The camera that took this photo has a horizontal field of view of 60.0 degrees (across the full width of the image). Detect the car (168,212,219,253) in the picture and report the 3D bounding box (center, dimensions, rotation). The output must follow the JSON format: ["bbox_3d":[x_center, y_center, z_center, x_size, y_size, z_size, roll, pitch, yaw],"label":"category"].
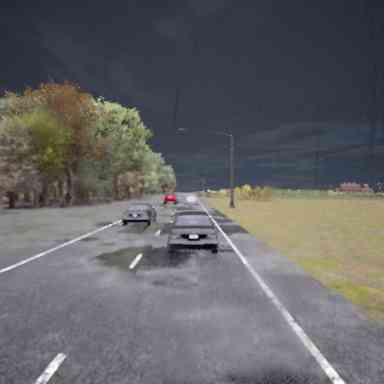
[{"bbox_3d":[0.041,1.520,13.527,2.033,1.411,5.357,0,0,0],"label":"car"}]

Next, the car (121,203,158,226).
[{"bbox_3d":[-3.499,1.485,22.835,2.033,1.411,5.357,0,0,0],"label":"car"}]

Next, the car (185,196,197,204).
[{"bbox_3d":[-0.151,1.382,59.095,1.812,1.442,4.674,0,0,0],"label":"car"}]

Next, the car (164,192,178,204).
[{"bbox_3d":[-3.643,1.066,57.977,2.150,2.045,5.566,0,0,0],"label":"car"}]
